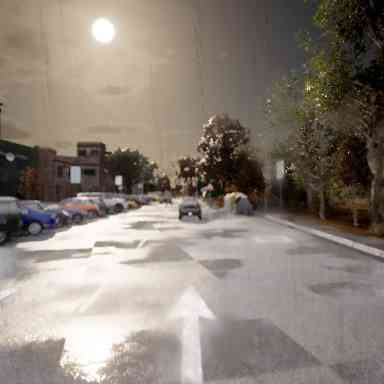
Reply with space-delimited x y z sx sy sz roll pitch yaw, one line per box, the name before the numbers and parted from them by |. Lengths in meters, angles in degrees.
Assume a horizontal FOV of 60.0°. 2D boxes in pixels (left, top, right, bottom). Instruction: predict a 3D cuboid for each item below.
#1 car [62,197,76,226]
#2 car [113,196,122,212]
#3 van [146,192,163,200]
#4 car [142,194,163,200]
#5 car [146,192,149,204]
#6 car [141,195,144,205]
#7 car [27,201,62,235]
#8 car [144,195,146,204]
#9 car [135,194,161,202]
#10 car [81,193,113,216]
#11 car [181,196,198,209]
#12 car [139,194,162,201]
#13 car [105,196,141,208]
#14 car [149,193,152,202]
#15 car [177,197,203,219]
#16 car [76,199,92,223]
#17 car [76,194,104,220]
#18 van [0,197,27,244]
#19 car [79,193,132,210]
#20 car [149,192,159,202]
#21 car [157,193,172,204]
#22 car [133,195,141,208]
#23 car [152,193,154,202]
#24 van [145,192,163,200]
car | -9.604 1.294 20.037 4.553 1.767 2.185 -1 0 -20
car | -9.619 1.410 32.070 4.792 1.488 2.163 -1 0 -20
van | -10.332 1.001 92.035 4.442 1.987 1.878 -1 1 -21
car | -10.122 1.303 86.092 5.008 1.535 2.097 -1 0 -21
car | -9.800 1.219 53.061 4.553 1.767 2.185 -1 0 -20
car | -9.702 1.103 44.086 5.566 2.045 2.435 -1 0 -20
car | -9.540 1.430 17.035 5.008 1.535 2.097 -1 1 -20
car | -9.781 1.222 50.060 4.553 1.767 2.185 -1 0 -20
car | -9.778 1.337 74.141 5.366 1.575 1.946 -1 0 -21
car | -9.596 1.263 29.056 4.553 1.767 2.185 -1 0 -20
car | -0.368 1.350 44.672 2.128 1.511 4.902 0 0 -1
car | -10.236 1.334 83.022 5.366 1.575 1.946 -1 0 -21
car | -9.726 1.391 47.064 4.674 1.452 2.002 -1 0 -20
car | -9.760 1.372 56.082 4.792 1.488 2.163 -1 0 -20
car | -0.156 1.404 27.822 1.837 1.490 4.892 0 0 0
car | -9.591 1.449 23.046 4.674 1.452 2.002 -1 0 -20
car | -9.578 1.273 26.054 4.553 1.767 2.185 -1 0 -20
van | -9.636 1.218 13.988 4.442 1.987 1.878 -1 0 -21
car | -9.639 1.121 35.069 5.566 2.045 2.435 -1 0 -20
car | -9.897 1.343 68.073 4.892 1.521 2.231 -1 0 -21
car | -4.545 1.414 58.136 1.994 1.385 4.181 0 0 0
car | -9.521 1.354 41.130 5.366 1.575 1.946 -1 0 -20
car | -9.812 1.382 59.073 4.674 1.452 2.002 -1 0 -20
van | -10.279 1.040 89.035 4.442 1.987 1.878 -1 1 -21
